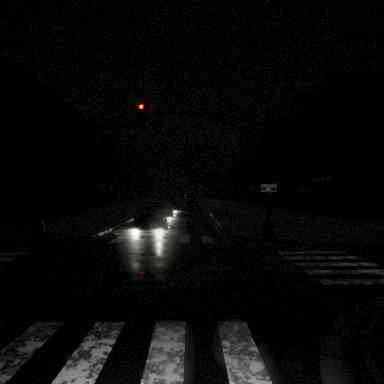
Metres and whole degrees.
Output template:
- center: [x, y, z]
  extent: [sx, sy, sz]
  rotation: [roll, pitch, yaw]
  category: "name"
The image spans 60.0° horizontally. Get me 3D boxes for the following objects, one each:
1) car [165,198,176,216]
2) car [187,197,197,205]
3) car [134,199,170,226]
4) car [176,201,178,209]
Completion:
- center: [-2.905, 1.498, 33.408]
  extent: [1.882, 1.535, 5.008]
  rotation: [0, 0, 0]
  category: "car"
- center: [0.007, 1.617, 61.150]
  extent: [2.033, 1.411, 5.357]
  rotation: [0, 0, 0]
  category: "car"
- center: [-2.893, 1.492, 23.939]
  extent: [1.882, 1.535, 5.008]
  rotation: [0, 0, 0]
  category: "car"
- center: [-2.906, 1.533, 43.491]
  extent: [1.837, 1.490, 4.892]
  rotation: [0, 0, 0]
  category: "car"
